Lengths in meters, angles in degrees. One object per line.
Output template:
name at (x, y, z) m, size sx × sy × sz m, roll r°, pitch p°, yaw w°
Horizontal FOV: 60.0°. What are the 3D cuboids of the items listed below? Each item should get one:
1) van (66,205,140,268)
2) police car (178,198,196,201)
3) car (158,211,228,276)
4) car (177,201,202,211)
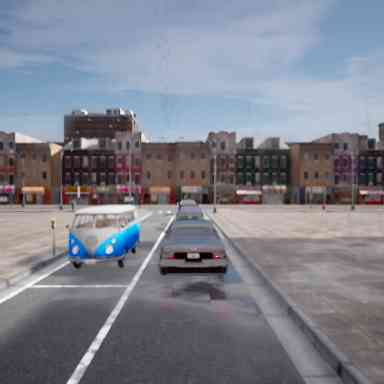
van at (-2.758, 1.355, 11.027) m, size 1.690 × 1.788 × 3.998 m, roll -1°, pitch 0°, yaw -1°
police car at (-0.498, 1.476, 34.146) m, size 1.930 × 1.638 × 5.238 m, roll 0°, pitch 0°, yaw -3°
car at (-0.001, 1.561, 10.378) m, size 2.033 × 1.411 × 5.357 m, roll 0°, pitch 0°, yaw -1°
car at (-0.133, 1.578, 21.839) m, size 2.033 × 1.411 × 5.357 m, roll 0°, pitch 0°, yaw -1°
